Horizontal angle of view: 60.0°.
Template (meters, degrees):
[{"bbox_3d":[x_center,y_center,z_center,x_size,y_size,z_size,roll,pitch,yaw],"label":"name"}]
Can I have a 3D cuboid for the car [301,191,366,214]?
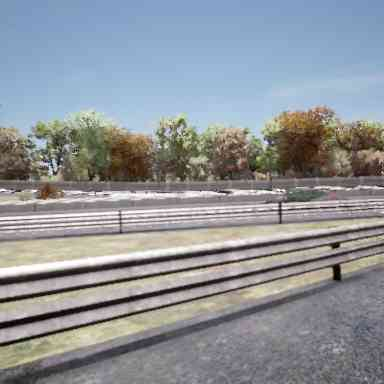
[{"bbox_3d":[12.134,0.955,27.843,5.008,1.535,1.882,-2,1,-13],"label":"car"}]

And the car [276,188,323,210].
[{"bbox_3d":[11.252,0.670,31.232,5.566,2.045,2.150,-2,1,-13],"label":"car"}]

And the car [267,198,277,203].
[{"bbox_3d":[10.387,0.966,34.627,5.357,1.411,2.033,-2,1,-13],"label":"car"}]
